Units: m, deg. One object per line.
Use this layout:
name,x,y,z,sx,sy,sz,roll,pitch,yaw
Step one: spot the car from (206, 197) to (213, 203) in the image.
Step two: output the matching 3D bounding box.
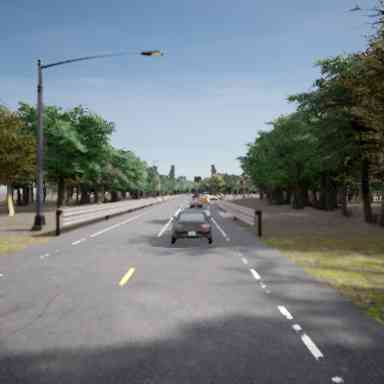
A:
car,3.042,1.765,76.223,1.882,1.535,5.008,0,0,7

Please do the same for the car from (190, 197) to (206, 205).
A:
car,0.713,1.774,49.936,1.895,1.301,4.718,0,0,3

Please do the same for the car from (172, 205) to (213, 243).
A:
car,0.003,1.582,16.232,1.812,1.442,4.674,0,0,0
